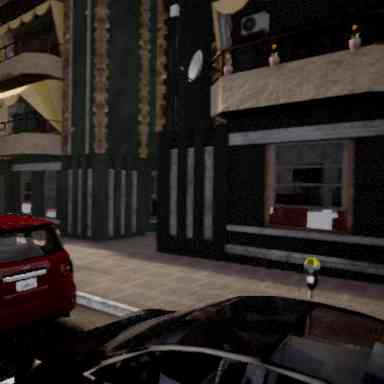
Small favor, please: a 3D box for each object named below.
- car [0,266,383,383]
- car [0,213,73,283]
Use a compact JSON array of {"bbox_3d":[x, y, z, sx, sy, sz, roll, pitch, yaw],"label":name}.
[{"bbox_3d":[0.379,1.564,2.587,4.313,1.339,1.947,0,1,36],"label":"car"},{"bbox_3d":[-4.121,1.300,5.790,5.009,1.841,2.192,0,1,36],"label":"car"}]
